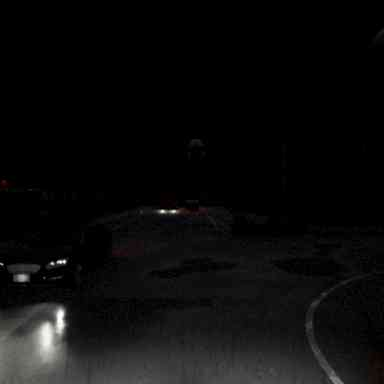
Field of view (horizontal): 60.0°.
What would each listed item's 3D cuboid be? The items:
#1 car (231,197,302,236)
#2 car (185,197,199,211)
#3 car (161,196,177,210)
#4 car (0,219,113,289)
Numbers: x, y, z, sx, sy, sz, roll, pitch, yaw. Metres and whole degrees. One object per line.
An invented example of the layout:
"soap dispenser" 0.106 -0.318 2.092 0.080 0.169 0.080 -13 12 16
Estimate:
"car" 4.164 1.313 18.712 1.905 1.878 3.866 -7 3 -42
"car" 0.003 1.902 47.481 1.882 1.535 5.008 0 -1 0
"car" -3.500 1.681 51.579 2.150 2.045 5.566 0 -1 0
"car" -3.588 1.576 9.475 2.128 1.511 4.902 0 -1 0
